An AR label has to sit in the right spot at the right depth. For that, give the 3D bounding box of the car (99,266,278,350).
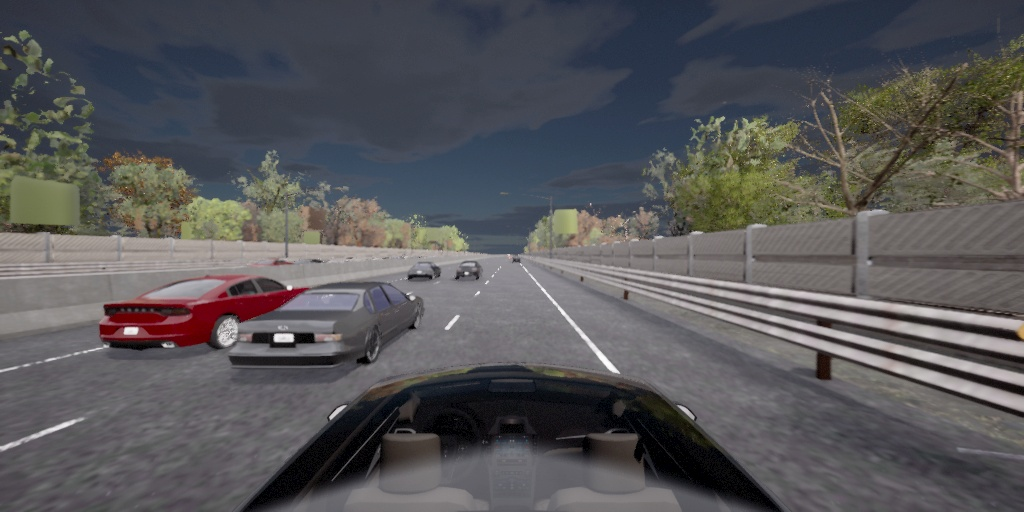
[{"bbox_3d":[-6.915,1.186,8.991,1.882,1.535,5.008,0,1,0],"label":"car"}]

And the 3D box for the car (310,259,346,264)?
[{"bbox_3d":[-17.593,1.157,35.647,1.895,1.301,4.718,0,0,0],"label":"car"}]

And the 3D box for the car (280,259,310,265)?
[{"bbox_3d":[-21.088,1.055,36.788,1.837,1.490,4.892,0,0,0],"label":"car"}]

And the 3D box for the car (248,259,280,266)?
[{"bbox_3d":[-24.586,1.029,36.510,1.882,1.535,5.008,0,0,0],"label":"car"}]

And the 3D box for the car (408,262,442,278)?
[{"bbox_3d":[-6.905,1.160,28.765,1.994,1.385,4.181,0,0,0],"label":"car"}]

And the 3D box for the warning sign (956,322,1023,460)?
[{"bbox_3d":[4.550,0.859,2.790,1.300,1.860,1.060,0,0,0],"label":"warning sign"}]

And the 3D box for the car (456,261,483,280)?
[{"bbox_3d":[-3.403,1.119,29.166,1.812,1.442,4.674,0,0,0],"label":"car"}]

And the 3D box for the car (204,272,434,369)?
[{"bbox_3d":[-3.416,1.263,7.893,2.033,1.411,5.357,0,0,0],"label":"car"}]
